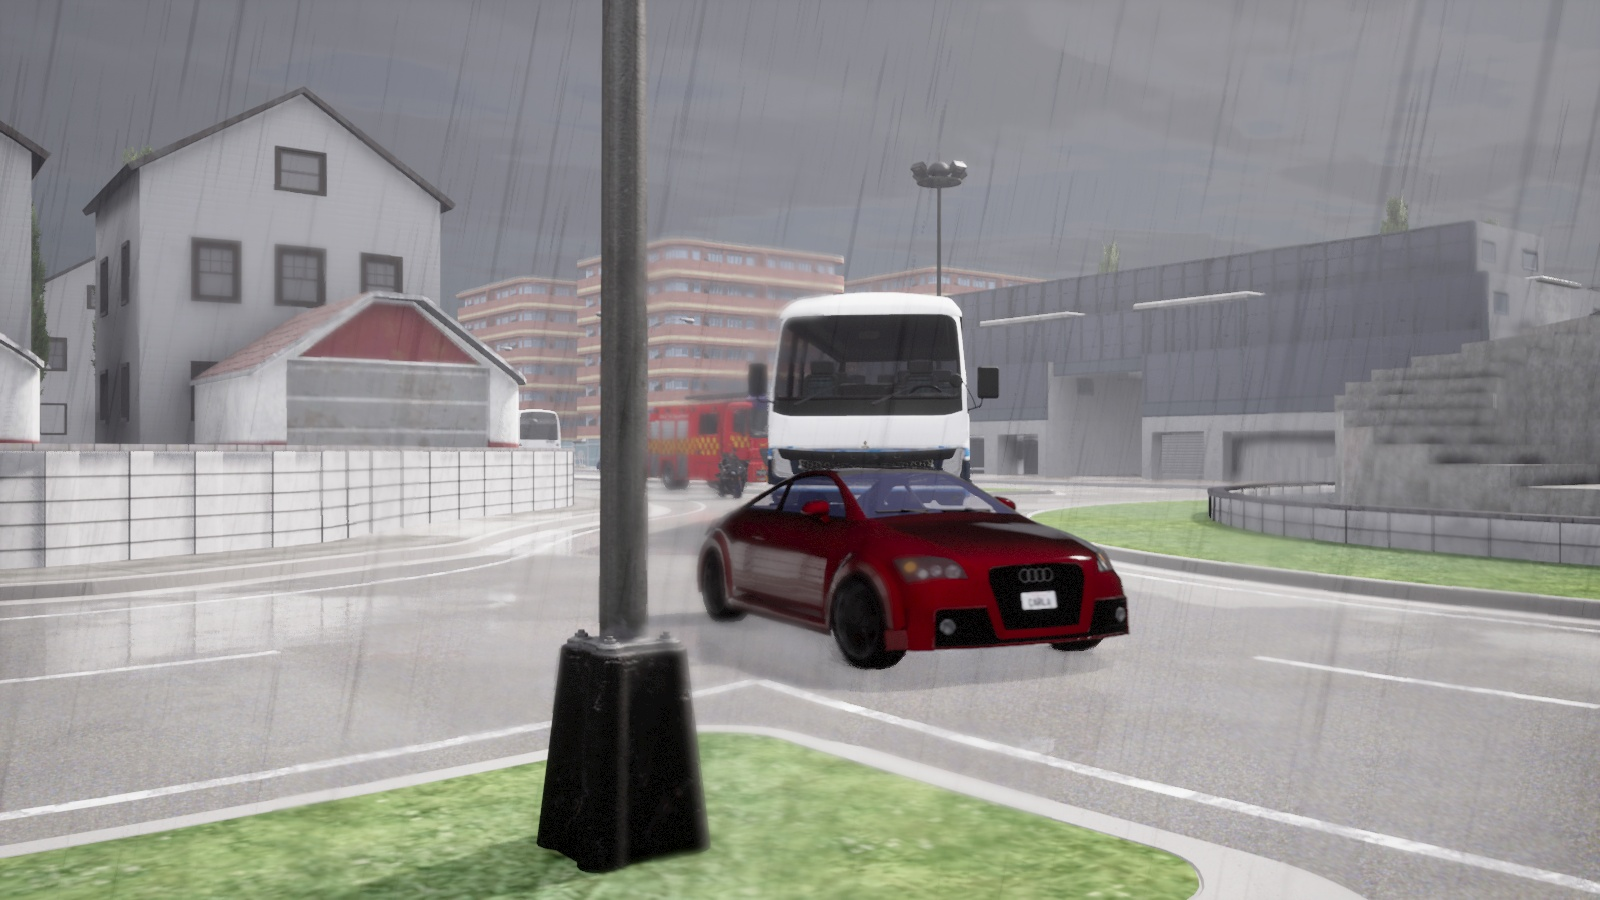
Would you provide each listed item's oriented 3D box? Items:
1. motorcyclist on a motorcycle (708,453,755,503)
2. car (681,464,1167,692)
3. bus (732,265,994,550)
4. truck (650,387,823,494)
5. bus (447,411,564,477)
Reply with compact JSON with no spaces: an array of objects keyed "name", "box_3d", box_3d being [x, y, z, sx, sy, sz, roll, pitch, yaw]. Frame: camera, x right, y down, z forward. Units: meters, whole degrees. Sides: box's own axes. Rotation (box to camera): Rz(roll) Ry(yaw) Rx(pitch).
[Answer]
[{"name":"motorcyclist on a motorcycle","box_3d":[-2.180,0.866,39.859,0.866,1.530,2.191,0,0,-20]},{"name":"car","box_3d":[0.729,0.827,10.188,1.994,1.385,4.181,0,0,-27]},{"name":"bus","box_3d":[1.624,-0.588,24.048,3.944,4.253,10.273,0,0,8]},{"name":"truck","box_3d":[-2.677,-0.314,49.249,2.891,3.827,8.468,0,0,-33]},{"name":"bus","box_3d":[-20.354,-0.402,86.159,3.944,4.253,10.273,0,0,-37]}]
